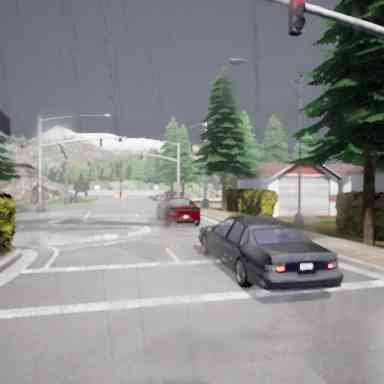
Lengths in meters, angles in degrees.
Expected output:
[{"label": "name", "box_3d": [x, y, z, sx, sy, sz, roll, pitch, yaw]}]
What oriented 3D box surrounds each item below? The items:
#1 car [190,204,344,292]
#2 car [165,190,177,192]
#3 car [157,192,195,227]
[{"label": "car", "box_3d": [1.643, 1.356, 8.912, 2.033, 1.411, 5.357, 0, 3, -13]}, {"label": "car", "box_3d": [-3.608, 0.316, 70.438, 4.902, 1.511, 2.128, 0, 1, -13]}, {"label": "car", "box_3d": [-0.880, 1.040, 19.198, 1.882, 1.535, 5.008, -1, 2, -13]}]
